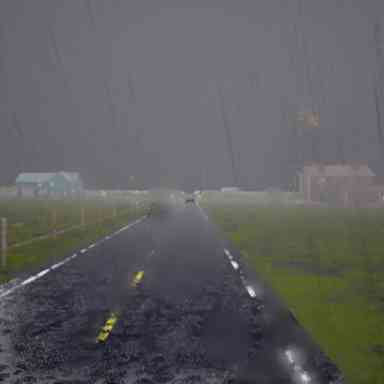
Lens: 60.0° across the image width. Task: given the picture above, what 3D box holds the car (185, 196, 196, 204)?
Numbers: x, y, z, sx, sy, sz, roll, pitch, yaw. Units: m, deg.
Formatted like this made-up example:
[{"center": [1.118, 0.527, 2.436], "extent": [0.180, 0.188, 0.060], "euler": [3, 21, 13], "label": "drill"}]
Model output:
[{"center": [-0.332, 1.582, 65.609], "extent": [1.837, 1.490, 4.892], "euler": [0, 0, 0], "label": "car"}]

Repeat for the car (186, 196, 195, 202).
[{"center": [-0.387, 1.525, 76.060], "extent": [1.895, 1.301, 4.718], "euler": [0, 0, 0], "label": "car"}]

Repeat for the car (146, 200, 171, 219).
[{"center": [-2.903, 1.541, 29.725], "extent": [1.837, 1.490, 4.892], "euler": [0, 0, 0], "label": "car"}]
